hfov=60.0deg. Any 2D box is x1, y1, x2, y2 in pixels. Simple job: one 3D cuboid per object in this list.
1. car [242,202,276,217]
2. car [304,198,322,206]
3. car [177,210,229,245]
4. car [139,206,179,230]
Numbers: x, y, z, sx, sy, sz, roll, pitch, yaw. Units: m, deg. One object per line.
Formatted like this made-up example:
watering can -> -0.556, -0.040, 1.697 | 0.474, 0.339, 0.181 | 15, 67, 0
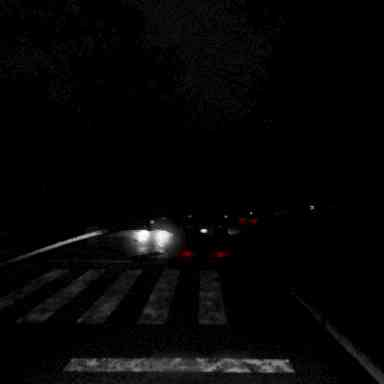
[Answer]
car -> 6.587, 1.646, 32.403 | 1.895, 1.301, 4.718 | -1, 0, 32
car -> 21.076, 1.763, 58.106 | 1.895, 1.301, 4.718 | 0, 0, 4
car -> 0.729, 1.584, 15.792 | 1.994, 1.385, 4.181 | 0, 0, 7
car -> -1.856, 1.605, 21.691 | 1.994, 1.385, 4.181 | 0, 0, 15
